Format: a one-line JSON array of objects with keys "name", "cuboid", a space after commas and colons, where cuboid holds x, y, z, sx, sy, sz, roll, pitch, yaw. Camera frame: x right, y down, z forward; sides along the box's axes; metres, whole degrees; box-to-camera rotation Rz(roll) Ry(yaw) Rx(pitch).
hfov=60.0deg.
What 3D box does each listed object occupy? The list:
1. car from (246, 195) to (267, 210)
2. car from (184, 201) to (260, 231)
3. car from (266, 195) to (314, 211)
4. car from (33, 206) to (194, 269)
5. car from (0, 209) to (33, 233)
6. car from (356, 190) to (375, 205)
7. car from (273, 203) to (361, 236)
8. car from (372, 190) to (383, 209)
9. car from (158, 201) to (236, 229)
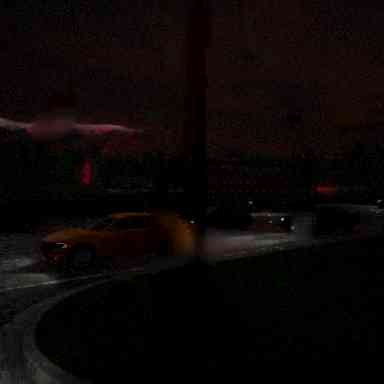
[{"name": "car", "cuboid": [6.884, 1.127, 34.808, 4.553, 1.767, 2.097, -1, 0, -35]}, {"name": "car", "cuboid": [1.248, 1.427, 18.043, 4.674, 1.442, 1.812, -1, 0, -35]}, {"name": "car", "cuboid": [9.974, 1.238, 32.697, 5.008, 1.535, 1.882, -1, 0, -35]}, {"name": "car", "cuboid": [-2.380, 1.441, 11.244, 5.008, 1.535, 1.882, -1, 0, -35]}, {"name": "car", "cuboid": [-10.835, 1.600, 18.145, 4.718, 1.301, 1.895, -1, 0, -35]}, {"name": "car", "cuboid": [25.949, 0.763, 47.923, 5.566, 2.045, 2.150, 0, 0, -35]}, {"name": "car", "cuboid": [6.796, 1.458, 17.667, 4.718, 1.301, 1.895, -1, 0, -35]}, {"name": "car", "cuboid": [22.752, 0.985, 37.285, 4.553, 1.767, 2.097, -1, 0, -34]}, {"name": "car", "cuboid": [0.402, 1.395, 21.737, 4.892, 1.490, 1.837, -1, 0, -35]}]
